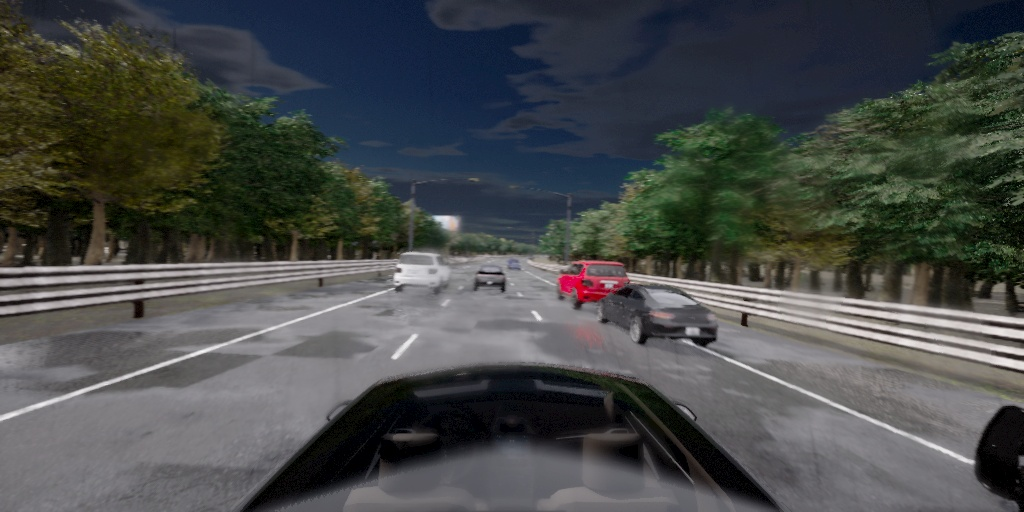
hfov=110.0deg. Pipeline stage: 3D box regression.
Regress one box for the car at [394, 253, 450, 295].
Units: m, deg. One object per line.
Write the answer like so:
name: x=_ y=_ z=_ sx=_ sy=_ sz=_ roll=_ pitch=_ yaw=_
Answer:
car: x=-4.699 y=0.876 z=19.447 sx=2.150 sy=2.045 sz=5.566 roll=3 pitch=0 yaw=-3

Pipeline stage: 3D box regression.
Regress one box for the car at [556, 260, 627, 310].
car: x=3.493 y=1.241 z=16.245 sx=2.150 sy=2.045 sz=5.566 roll=3 pitch=0 yaw=-4

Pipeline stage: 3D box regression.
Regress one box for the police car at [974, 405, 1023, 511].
police car: x=4.582 y=1.379 z=0.486 sx=1.930 sy=1.638 sz=5.238 roll=3 pitch=0 yaw=-4

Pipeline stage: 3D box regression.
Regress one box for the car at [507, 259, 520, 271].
car: x=0.486 y=1.758 z=62.764 sx=2.033 sy=1.411 sz=5.357 roll=3 pitch=0 yaw=-1

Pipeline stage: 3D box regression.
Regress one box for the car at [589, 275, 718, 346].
car: x=3.871 y=1.518 z=10.274 sx=1.812 sy=1.442 sz=4.674 roll=3 pitch=0 yaw=-4

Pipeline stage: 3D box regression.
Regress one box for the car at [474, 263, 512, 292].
car: x=-1.366 y=1.325 z=22.561 sx=2.128 sy=1.511 sz=4.902 roll=3 pitch=0 yaw=-3
